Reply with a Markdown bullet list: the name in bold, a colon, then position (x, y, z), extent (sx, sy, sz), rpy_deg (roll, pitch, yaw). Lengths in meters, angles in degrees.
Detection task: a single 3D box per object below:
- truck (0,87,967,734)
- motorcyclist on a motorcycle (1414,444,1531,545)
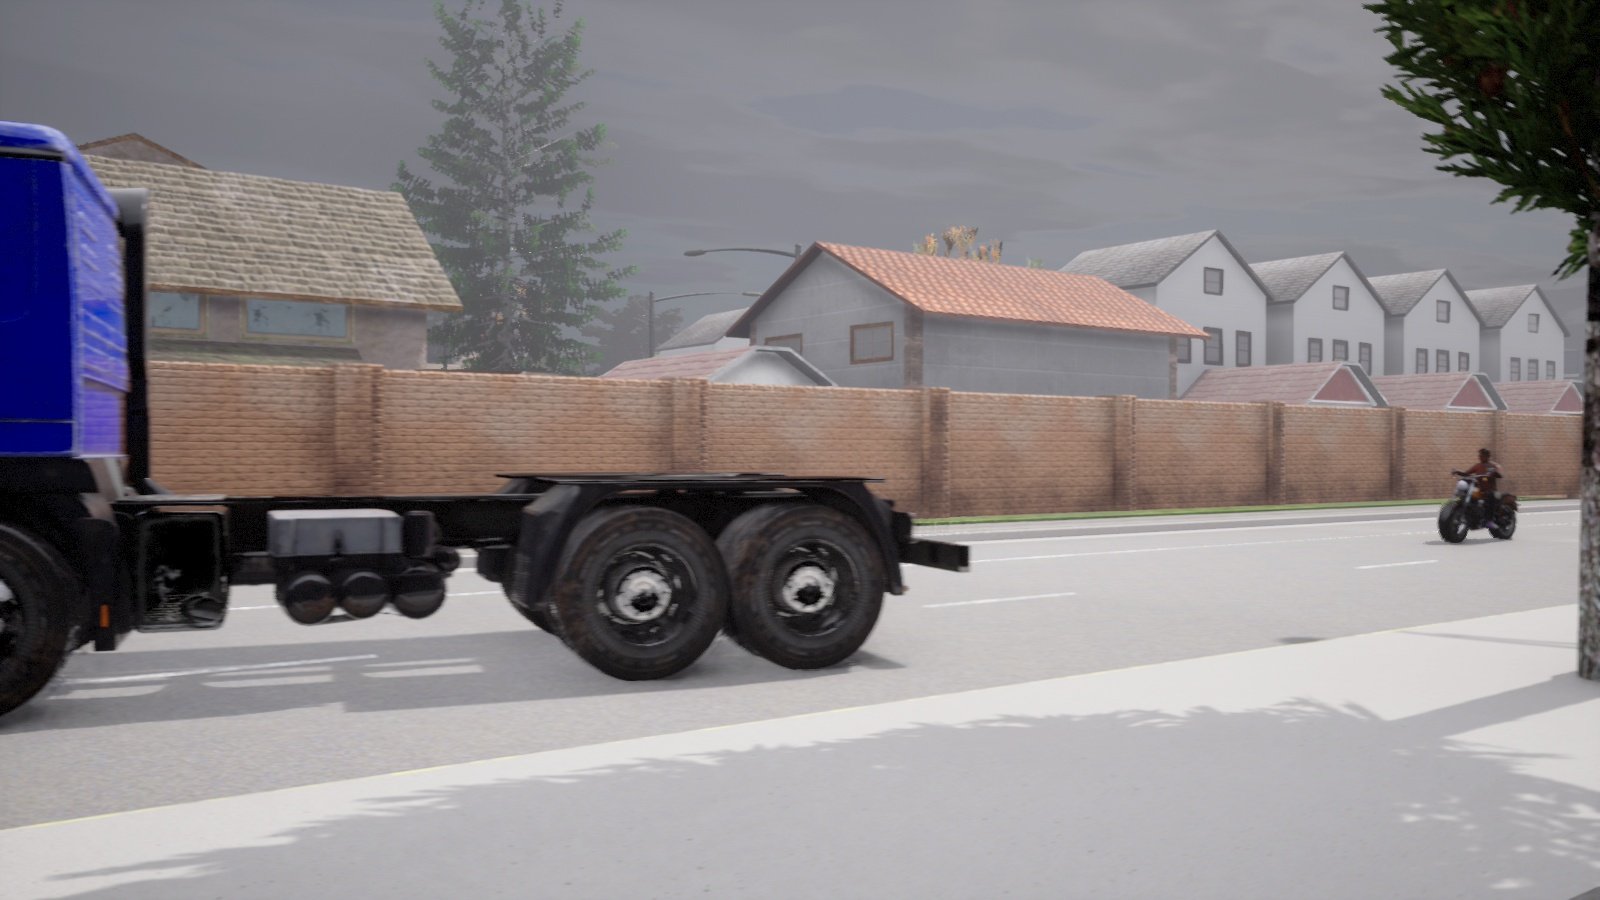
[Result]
- **truck**: position (-3.040, -0.209, 8.776), extent (7.936, 3.462, 2.891), rpy_deg (0, 0, -22)
- **motorcyclist on a motorcycle**: position (11.469, 0.723, 21.389), extent (2.350, 1.649, 0.766), rpy_deg (0, 0, -35)
